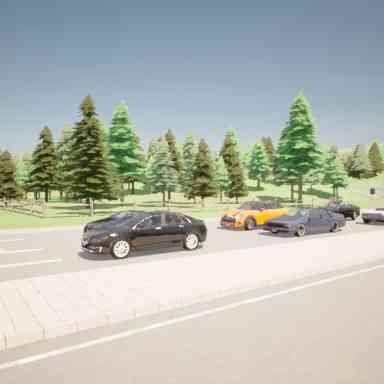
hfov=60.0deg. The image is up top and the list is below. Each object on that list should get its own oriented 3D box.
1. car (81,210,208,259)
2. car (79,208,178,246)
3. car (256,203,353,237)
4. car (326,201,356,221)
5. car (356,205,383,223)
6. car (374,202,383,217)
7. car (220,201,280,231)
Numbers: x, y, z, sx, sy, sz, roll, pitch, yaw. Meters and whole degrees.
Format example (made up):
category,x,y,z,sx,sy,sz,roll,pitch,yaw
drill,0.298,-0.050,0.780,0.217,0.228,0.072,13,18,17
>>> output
category,x,y,z,sx,sy,sz,roll,pitch,yaw
car,-1.655,1.505,12.620,4.892,1.490,1.837,0,0,-35
car,-2.996,1.564,15.946,4.181,1.385,1.994,0,0,-34
car,6.288,1.547,18.254,5.357,1.411,2.033,0,0,-35
car,11.192,1.491,25.993,4.902,1.511,2.128,0,0,-35
car,14.117,1.601,23.783,4.718,1.301,1.895,0,0,-35
car,19.508,1.601,31.801,4.718,1.301,1.895,0,0,-35
car,3.939,1.352,20.873,4.553,1.767,2.097,0,0,-35
